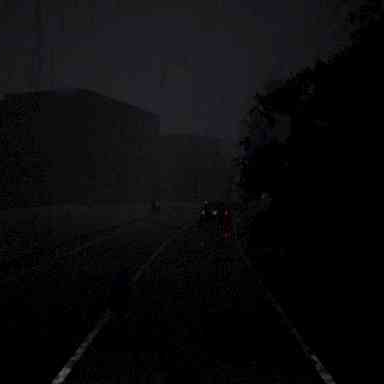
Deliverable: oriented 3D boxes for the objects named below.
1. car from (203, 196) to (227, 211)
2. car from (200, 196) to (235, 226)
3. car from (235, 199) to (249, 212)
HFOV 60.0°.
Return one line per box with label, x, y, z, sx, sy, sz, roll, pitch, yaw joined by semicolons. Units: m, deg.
car;3.132;1.446;44.205;2.097;1.767;4.553;2;0;19
car;1.820;1.444;24.368;2.097;1.767;4.553;1;0;8
car;5.936;1.656;41.724;1.882;1.535;5.008;2;0;17
